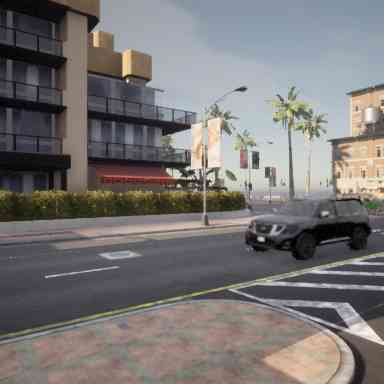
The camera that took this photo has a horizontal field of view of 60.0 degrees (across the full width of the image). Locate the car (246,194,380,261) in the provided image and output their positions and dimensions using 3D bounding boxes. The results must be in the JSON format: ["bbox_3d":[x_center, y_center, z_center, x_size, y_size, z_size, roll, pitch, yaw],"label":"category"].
[{"bbox_3d":[4.584,1.221,12.710,5.566,2.045,2.150,0,0,-35],"label":"car"}]

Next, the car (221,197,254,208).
[{"bbox_3d":[6.674,1.478,49.064,1.882,1.535,5.008,0,0,-35],"label":"car"}]

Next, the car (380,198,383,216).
[{"bbox_3d":[17.632,1.221,33.378,2.150,2.045,5.566,0,0,-35],"label":"car"}]
